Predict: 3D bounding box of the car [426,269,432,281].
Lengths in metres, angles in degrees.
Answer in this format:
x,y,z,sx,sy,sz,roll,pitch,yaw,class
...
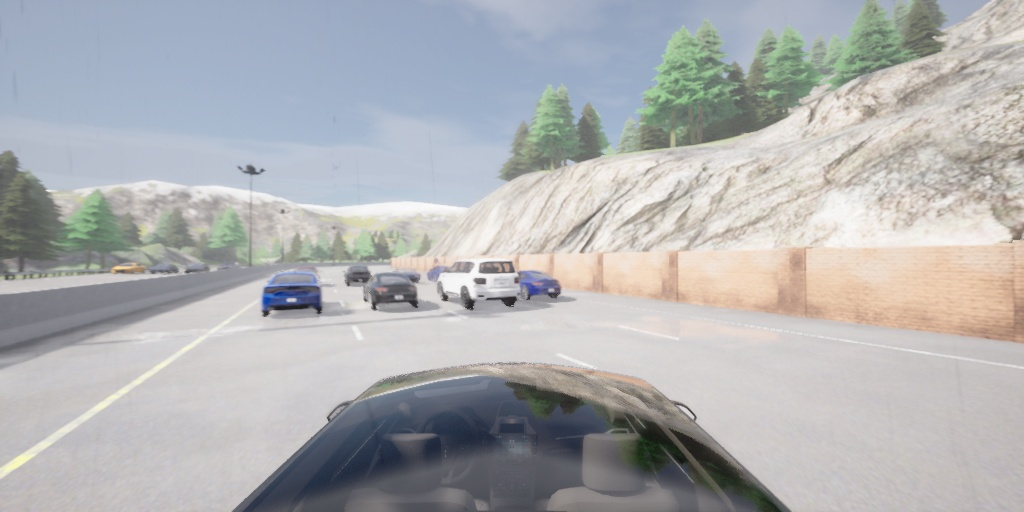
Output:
x,y,z,sx,sy,sz,roll,pitch,yaw,class
-6.285,1.593,32.197,1.812,1.442,4.674,0,0,-28,car

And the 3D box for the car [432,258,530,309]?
x,y,z,sx,sy,sz,roll,pitch,yaw,class
-1.658,1.127,16.145,2.150,2.045,5.566,0,0,-28,car

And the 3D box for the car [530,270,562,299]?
x,y,z,sx,sy,sz,roll,pitch,yaw,class
0.802,1.460,18.989,1.812,1.442,4.674,0,0,-28,car

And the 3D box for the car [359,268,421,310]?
x,y,z,sx,sy,sz,roll,pitch,yaw,class
-5.365,1.418,15.677,1.812,1.442,4.674,0,0,-28,car

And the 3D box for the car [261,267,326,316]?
x,y,z,sx,sy,sz,roll,pitch,yaw,class
-8.609,1.352,14.327,1.882,1.535,5.008,0,0,-28,car

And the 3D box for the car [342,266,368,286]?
x,y,z,sx,sy,sz,roll,pitch,yaw,class
-12.271,1.529,28.540,1.837,1.490,4.892,0,0,-28,car

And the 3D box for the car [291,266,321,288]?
x,y,z,sx,sy,sz,roll,pitch,yaw,class
-15.540,1.530,27.241,1.812,1.442,4.674,0,0,-28,car
